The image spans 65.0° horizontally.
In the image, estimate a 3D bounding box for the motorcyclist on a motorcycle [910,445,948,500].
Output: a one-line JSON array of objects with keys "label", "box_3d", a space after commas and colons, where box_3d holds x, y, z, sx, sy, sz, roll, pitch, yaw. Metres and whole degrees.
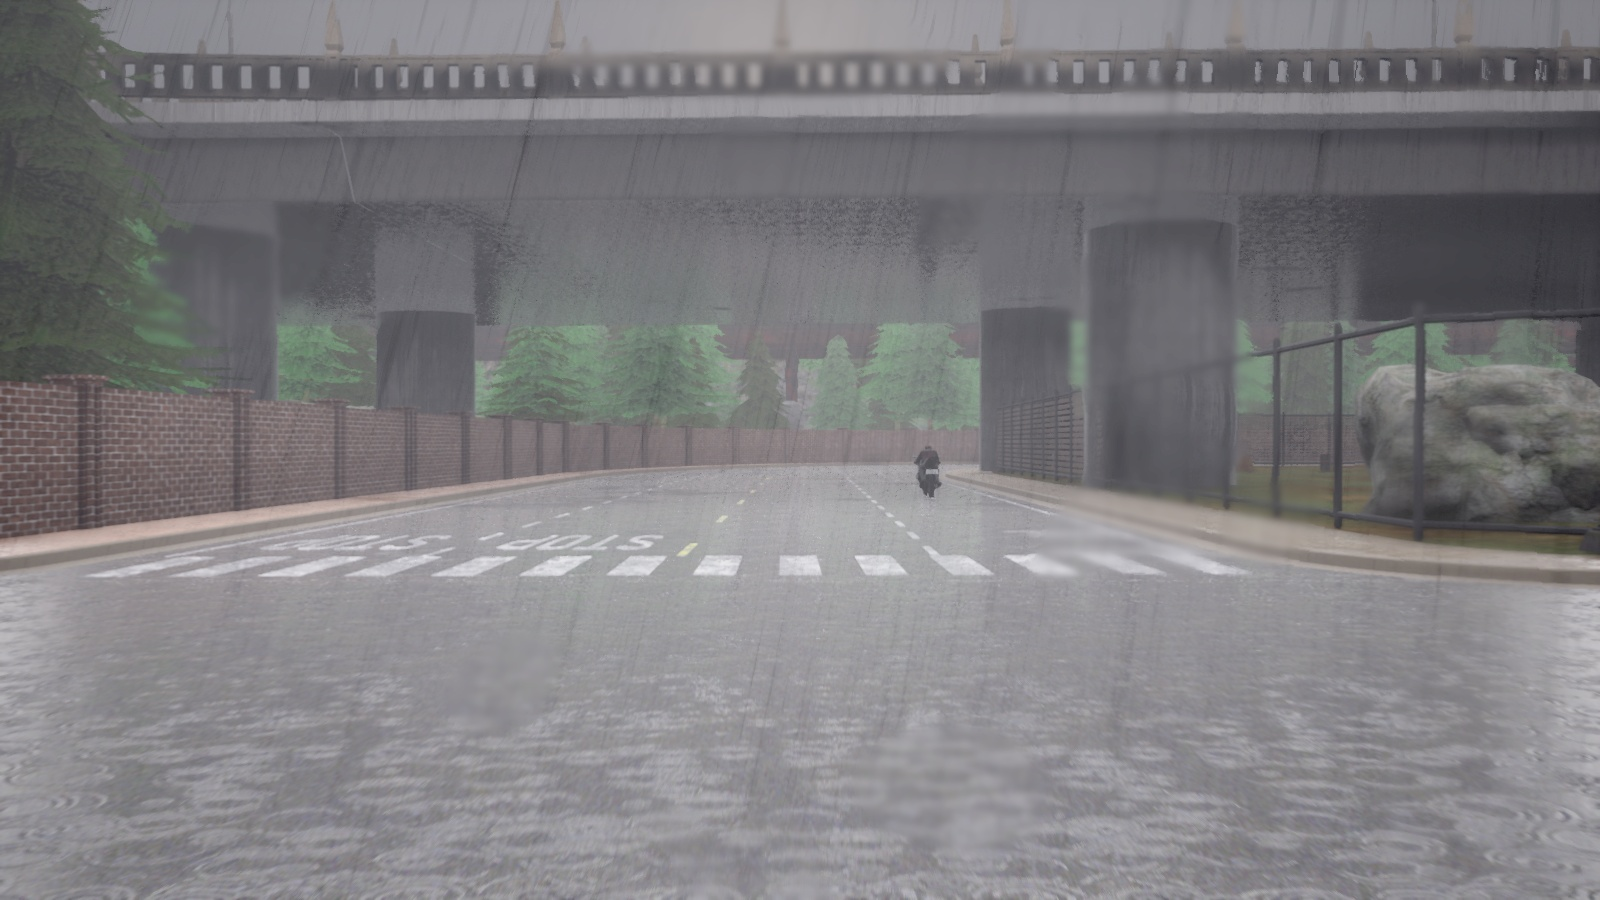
[{"label": "motorcyclist on a motorcycle", "box_3d": [3.724, 0.634, 36.416, 0.866, 1.530, 2.191, 0, 0, 0]}]
